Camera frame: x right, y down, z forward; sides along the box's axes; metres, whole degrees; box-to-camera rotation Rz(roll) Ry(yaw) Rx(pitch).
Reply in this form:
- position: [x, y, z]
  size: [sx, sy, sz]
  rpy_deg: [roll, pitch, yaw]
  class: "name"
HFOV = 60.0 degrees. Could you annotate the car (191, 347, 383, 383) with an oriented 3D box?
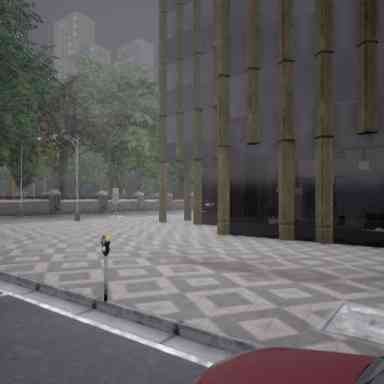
- position: [1.794, 1.580, 1.685]
  size: [4.206, 1.307, 1.802]
  rpy_deg: [0, 0, 36]
  class: "car"
